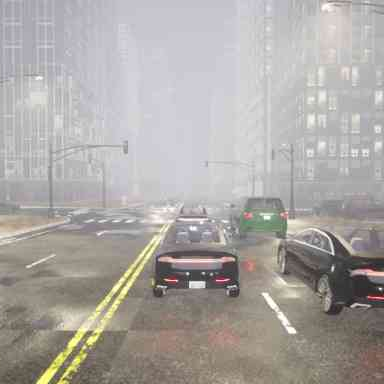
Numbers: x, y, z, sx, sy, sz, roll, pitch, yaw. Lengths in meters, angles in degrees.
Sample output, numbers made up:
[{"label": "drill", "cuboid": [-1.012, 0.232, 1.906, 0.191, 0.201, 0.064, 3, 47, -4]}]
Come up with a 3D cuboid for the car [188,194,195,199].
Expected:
[{"label": "car", "cuboid": [-0.247, 1.333, 91.325, 1.895, 1.301, 4.718, 0, 0, 0]}]

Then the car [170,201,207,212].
[{"label": "car", "cuboid": [0.051, 1.482, 17.712, 2.128, 1.511, 4.902, 0, 0, 0]}]

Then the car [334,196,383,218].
[{"label": "car", "cuboid": [16.119, 1.518, 30.131, 5.009, 1.841, 2.192, 1, 0, 1]}]

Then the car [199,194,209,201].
[{"label": "car", "cuboid": [3.031, 1.510, 81.331, 1.895, 1.301, 4.718, 0, 0, 0]}]

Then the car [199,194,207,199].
[{"label": "car", "cuboid": [3.004, 1.291, 91.303, 1.994, 1.385, 4.181, 0, 0, 0]}]

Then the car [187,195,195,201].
[{"label": "car", "cuboid": [-0.218, 1.454, 80.878, 2.033, 1.411, 5.357, 0, 0, 0]}]

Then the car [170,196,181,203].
[{"label": "car", "cuboid": [-3.442, 1.490, 70.642, 1.994, 1.385, 4.181, 0, 0, 0]}]

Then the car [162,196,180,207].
[{"label": "car", "cuboid": [-3.481, 1.453, 51.405, 2.128, 1.511, 4.902, 0, 0, 0]}]

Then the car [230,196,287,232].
[{"label": "car", "cuboid": [3.302, 1.212, 17.360, 2.150, 2.045, 5.566, 0, 0, 0]}]

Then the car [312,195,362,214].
[{"label": "car", "cuboid": [14.379, 1.497, 32.737, 4.553, 1.767, 2.097, 1, 1, 1]}]

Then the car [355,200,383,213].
[{"label": "car", "cuboid": [21.705, 1.641, 38.433, 4.829, 1.417, 1.752, 1, 0, 1]}]

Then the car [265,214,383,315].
[{"label": "car", "cuboid": [3.327, 1.488, 7.518, 2.128, 1.511, 4.902, 0, 0, 0]}]

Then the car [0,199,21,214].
[{"label": "car", "cuboid": [-19.483, 1.406, 33.209, 4.181, 1.385, 1.994, 1, 1, 1]}]

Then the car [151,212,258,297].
[{"label": "car", "cuboid": [0.077, 1.487, 8.527, 2.128, 1.511, 4.902, 0, 0, 0]}]
